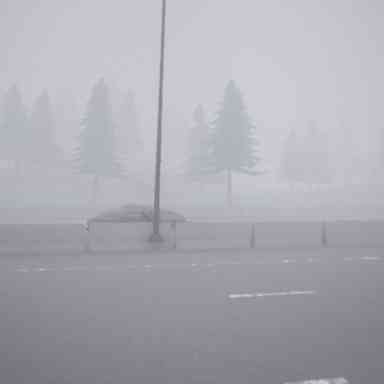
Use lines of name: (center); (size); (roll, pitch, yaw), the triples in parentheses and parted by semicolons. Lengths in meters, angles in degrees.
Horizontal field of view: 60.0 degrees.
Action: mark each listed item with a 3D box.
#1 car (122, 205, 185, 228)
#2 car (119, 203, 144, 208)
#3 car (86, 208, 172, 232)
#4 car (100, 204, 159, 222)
car: (-2.544, 1.804, 22.935); (4.181, 1.385, 1.994); (1, -1, -11)
car: (-4.851, 1.750, 26.054); (4.902, 1.511, 2.128); (1, -1, -11)
car: (-3.740, 1.790, 19.139); (4.718, 1.301, 1.895); (1, -1, -11)
car: (-5.507, 1.798, 29.492); (4.892, 1.490, 1.837); (0, -1, -11)
